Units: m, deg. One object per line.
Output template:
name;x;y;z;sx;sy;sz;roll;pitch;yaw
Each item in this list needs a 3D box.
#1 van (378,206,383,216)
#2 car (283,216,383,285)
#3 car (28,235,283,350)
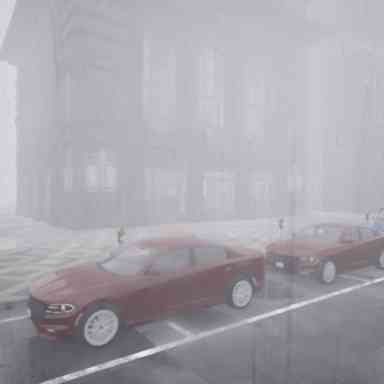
van;8.570;1.344;12.761;3.998;1.788;1.690;0;0;-35
car;3.996;1.546;9.498;4.507;1.381;1.887;0;0;-35
car;-0.578;1.545;6.236;4.507;1.381;1.887;0;0;-35
